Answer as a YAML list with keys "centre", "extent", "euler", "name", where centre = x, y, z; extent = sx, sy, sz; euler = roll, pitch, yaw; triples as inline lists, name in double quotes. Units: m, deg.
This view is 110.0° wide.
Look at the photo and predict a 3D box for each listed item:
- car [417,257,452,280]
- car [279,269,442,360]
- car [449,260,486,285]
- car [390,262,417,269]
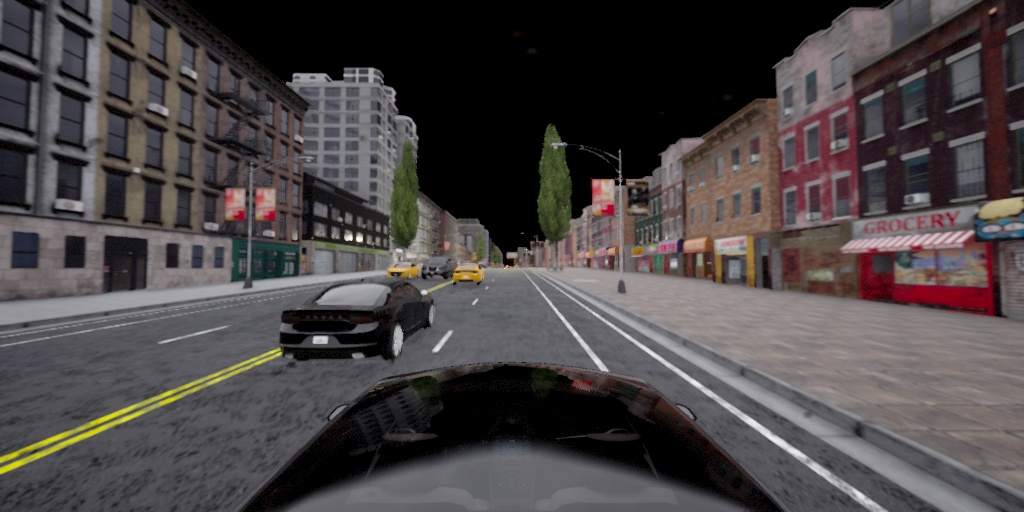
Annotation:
- centre: [-6.581, 1.067, 32.378]
  extent: [2.150, 2.045, 5.566]
  euler: [0, 0, 0]
  name: "car"
- centre: [-3.148, 1.237, 8.373]
  extent: [1.882, 1.535, 5.008]
  euler: [0, 0, 0]
  name: "car"
- centre: [-3.139, 1.287, 26.735]
  extent: [1.882, 1.535, 5.008]
  euler: [0, 0, 0]
  name: "car"
- centre: [-9.828, 1.327, 32.828]
  extent: [1.882, 1.535, 5.008]
  euler: [0, 0, 0]
  name: "car"
